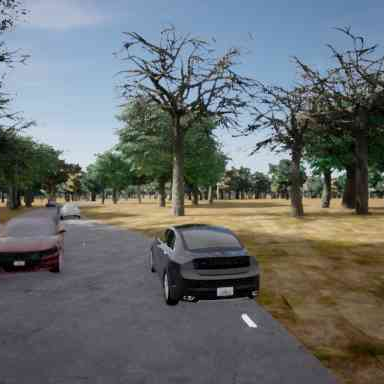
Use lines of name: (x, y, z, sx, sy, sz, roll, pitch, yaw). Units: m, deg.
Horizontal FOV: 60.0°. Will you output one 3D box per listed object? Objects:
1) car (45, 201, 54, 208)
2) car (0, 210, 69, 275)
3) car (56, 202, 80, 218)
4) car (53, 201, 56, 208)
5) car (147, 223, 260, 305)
car: (-27.878, 2.507, 66.098, 2.033, 1.411, 5.357, 0, -1, -16)
car: (-5.129, 1.543, 10.693, 1.882, 1.535, 5.008, 0, -1, -19)
car: (-12.705, 1.970, 34.430, 1.812, 1.442, 4.674, 0, -1, -26)
car: (-16.781, 2.095, 43.848, 2.128, 1.511, 4.902, 0, -1, -23)
car: (0.055, 1.539, 8.273, 1.837, 1.490, 4.892, 0, 0, -13)
